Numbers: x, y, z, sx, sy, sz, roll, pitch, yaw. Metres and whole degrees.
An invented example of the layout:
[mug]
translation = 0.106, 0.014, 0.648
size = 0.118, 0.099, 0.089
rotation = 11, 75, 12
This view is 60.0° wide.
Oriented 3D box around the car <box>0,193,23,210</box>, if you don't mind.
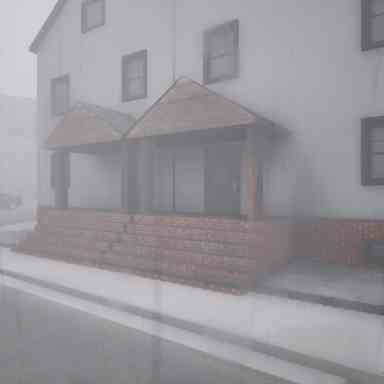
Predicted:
[car]
translation = -16.157, 0.891, 26.523
size = 1.837, 1.490, 4.892
rotation = 0, 7, 35
